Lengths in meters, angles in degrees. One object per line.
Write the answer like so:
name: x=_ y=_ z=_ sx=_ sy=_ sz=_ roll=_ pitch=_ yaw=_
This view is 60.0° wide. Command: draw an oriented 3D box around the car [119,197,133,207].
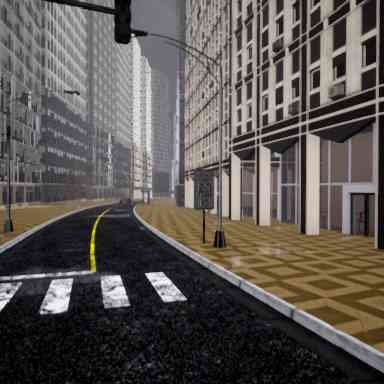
car: x=-11.020 y=1.616 z=55.778 sx=1.882 sy=1.535 sz=5.008 roll=0 pitch=0 yaw=-5
